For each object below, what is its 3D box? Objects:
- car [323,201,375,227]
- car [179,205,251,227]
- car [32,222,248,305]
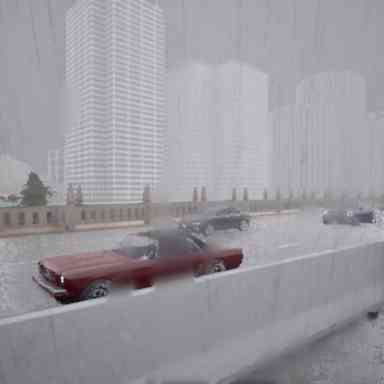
[{"bbox_3d":[10.945,1.397,23.139,4.553,1.767,2.097,0,0,-43],"label":"car"},{"bbox_3d":[1.395,1.563,19.053,4.892,1.490,1.837,0,0,-43],"label":"car"},{"bbox_3d":[-1.045,1.630,7.767,4.718,1.301,1.895,0,0,-38],"label":"car"}]
